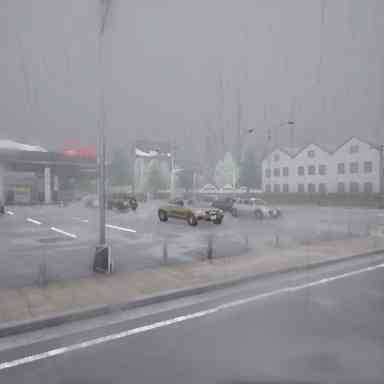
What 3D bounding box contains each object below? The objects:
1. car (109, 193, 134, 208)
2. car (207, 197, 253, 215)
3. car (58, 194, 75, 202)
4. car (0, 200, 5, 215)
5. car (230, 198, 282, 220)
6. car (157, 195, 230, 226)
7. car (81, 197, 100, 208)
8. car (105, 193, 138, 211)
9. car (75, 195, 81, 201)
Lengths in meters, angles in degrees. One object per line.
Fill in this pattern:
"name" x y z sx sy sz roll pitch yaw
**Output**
"car" -9.674 1.089 45.386 1.905 1.878 3.866 0 0 -36
"car" 3.685 1.310 32.954 2.007 1.523 4.514 0 0 -36
"car" -28.976 1.491 73.382 4.611 1.667 2.242 0 0 -36
"car" -18.333 1.310 30.417 2.007 1.523 4.514 0 0 -36
"car" 4.798 1.244 25.089 1.970 1.475 3.806 0 0 -36
"car" -0.238 1.166 21.098 2.152 1.636 5.027 0 0 -36
"car" -12.735 1.373 43.953 1.970 1.475 3.806 0 0 -36
"car" -7.780 1.109 37.072 1.932 1.855 4.605 0 0 -36
"car" -28.733 1.324 80.510 3.866 1.878 1.905 0 0 -36
